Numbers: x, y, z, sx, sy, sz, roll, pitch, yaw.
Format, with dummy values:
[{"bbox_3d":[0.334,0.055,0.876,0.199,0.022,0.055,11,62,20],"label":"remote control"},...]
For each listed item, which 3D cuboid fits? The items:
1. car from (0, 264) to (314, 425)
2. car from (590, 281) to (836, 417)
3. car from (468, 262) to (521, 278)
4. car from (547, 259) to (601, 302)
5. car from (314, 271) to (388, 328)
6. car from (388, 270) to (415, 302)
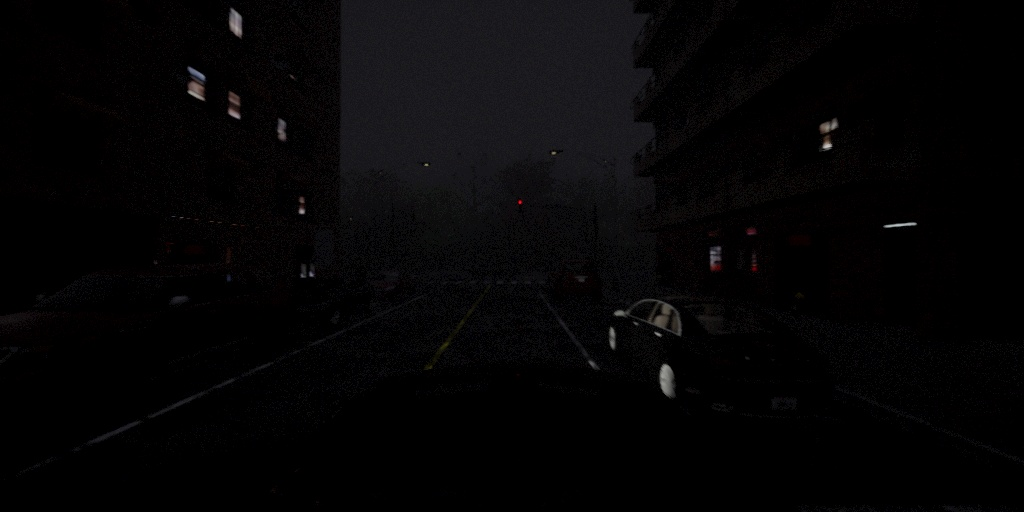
[{"bbox_3d":[-5.819,1.068,5.949,2.192,1.841,5.009,0,0,0],"label":"car"},{"bbox_3d":[2.829,1.304,5.916,2.007,1.370,4.403,0,0,0],"label":"car"},{"bbox_3d":[-1.616,1.307,33.297,4.902,1.511,2.128,0,0,1],"label":"car"},{"bbox_3d":[2.830,1.078,17.051,2.192,1.841,5.009,0,0,0],"label":"car"},{"bbox_3d":[-5.818,1.324,11.518,1.948,1.339,4.313,0,0,0],"label":"car"},{"bbox_3d":[-5.817,1.346,17.086,1.802,1.307,4.207,0,0,0],"label":"car"}]
